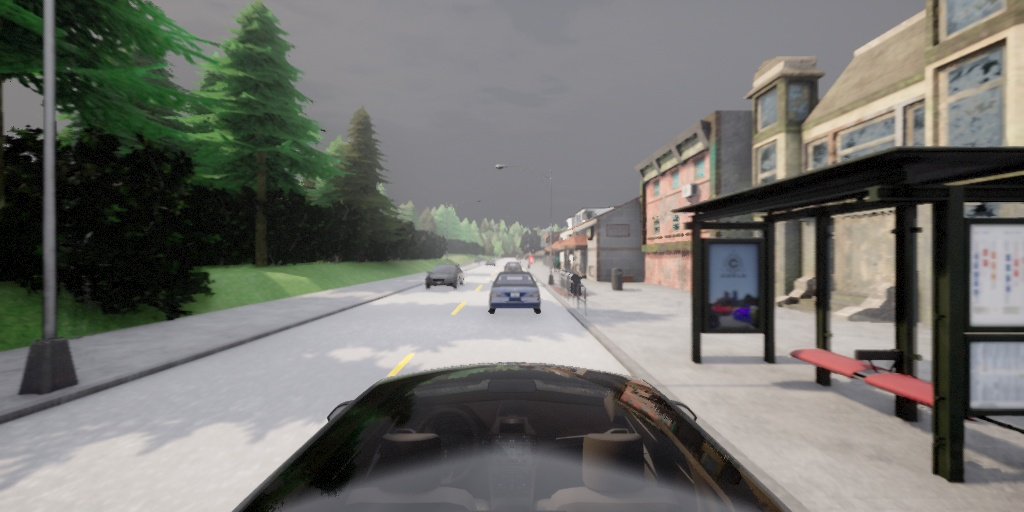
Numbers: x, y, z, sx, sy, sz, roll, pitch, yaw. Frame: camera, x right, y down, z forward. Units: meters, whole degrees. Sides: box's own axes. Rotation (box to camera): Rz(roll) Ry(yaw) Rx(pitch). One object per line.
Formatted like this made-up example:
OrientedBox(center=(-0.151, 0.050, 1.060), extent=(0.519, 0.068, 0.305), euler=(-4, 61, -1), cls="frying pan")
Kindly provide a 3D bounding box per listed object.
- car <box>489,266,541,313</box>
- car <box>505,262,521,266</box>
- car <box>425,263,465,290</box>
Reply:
OrientedBox(center=(0.097, 1.285, 13.973), extent=(2.033, 1.411, 5.357), euler=(0, 0, 0), cls="car")
OrientedBox(center=(0.099, 1.263, 35.838), extent=(2.033, 1.411, 5.357), euler=(0, 0, 0), cls="car")
OrientedBox(center=(-4.101, 1.235, 22.480), extent=(1.837, 1.490, 4.892), euler=(0, 0, 0), cls="car")
